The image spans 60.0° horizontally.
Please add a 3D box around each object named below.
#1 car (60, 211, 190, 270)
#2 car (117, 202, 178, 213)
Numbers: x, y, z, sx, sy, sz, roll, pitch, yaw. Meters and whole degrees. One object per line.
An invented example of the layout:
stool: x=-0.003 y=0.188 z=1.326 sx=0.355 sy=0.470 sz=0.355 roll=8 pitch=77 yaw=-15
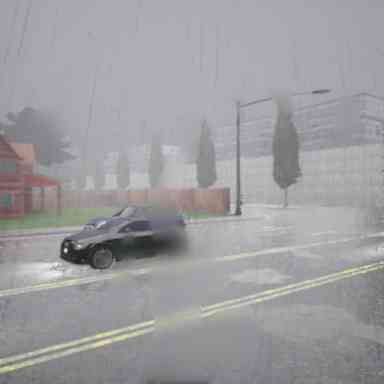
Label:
car: x=-2.116 y=1.554 z=11.046 sx=4.181 sy=1.385 sz=1.994 roll=0 pitch=0 yaw=-35
car: x=-2.516 y=1.336 z=15.045 sx=4.553 sy=1.767 sz=2.097 roll=0 pitch=0 yaw=-35
